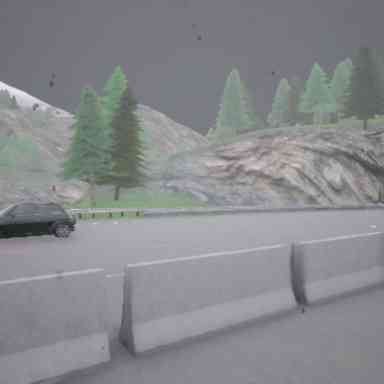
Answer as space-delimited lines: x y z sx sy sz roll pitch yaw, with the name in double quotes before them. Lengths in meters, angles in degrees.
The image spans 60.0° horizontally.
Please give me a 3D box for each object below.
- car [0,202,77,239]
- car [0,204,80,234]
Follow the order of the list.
"car" -7.901 1.279 15.386 4.553 1.767 2.097 0 0 -34
"car" -8.811 1.476 18.996 4.181 1.385 1.994 0 0 -34
